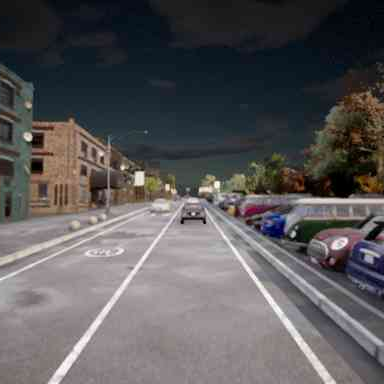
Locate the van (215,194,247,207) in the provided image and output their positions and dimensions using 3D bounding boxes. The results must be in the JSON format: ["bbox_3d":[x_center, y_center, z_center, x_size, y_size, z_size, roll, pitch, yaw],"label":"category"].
[{"bbox_3d":[5.715,1.223,48.648,4.442,1.987,1.878,0,0,0],"label":"van"}]

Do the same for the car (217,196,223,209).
[{"bbox_3d":[5.585,1.461,37.435,4.792,1.488,2.163,0,0,0],"label":"car"}]

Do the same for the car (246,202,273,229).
[{"bbox_3d":[5.613,1.480,17.814,4.792,1.488,2.163,0,0,0],"label":"car"}]

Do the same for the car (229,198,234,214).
[{"bbox_3d":[5.659,1.468,26.224,4.792,1.488,2.163,0,0,0],"label":"car"}]

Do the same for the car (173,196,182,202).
[{"bbox_3d":[-3.256,1.583,76.235,1.994,1.385,4.181,0,-1,0],"label":"car"}]

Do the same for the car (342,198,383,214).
[{"bbox_3d":[18.692,1.433,34.838,5.008,1.535,2.097,0,0,0],"label":"car"}]

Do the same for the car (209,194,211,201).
[{"bbox_3d":[5.590,1.455,51.450,4.892,1.521,2.231,0,0,0],"label":"car"}]

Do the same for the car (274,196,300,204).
[{"bbox_3d":[18.672,1.536,65.470,4.674,1.452,2.002,0,0,0],"label":"car"}]

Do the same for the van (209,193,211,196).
[{"bbox_3d":[5.477,1.233,54.255,4.442,1.987,1.878,0,0,0],"label":"van"}]

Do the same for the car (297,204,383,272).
[{"bbox_3d":[5.686,1.337,9.404,4.553,1.767,2.185,0,0,0],"label":"car"}]

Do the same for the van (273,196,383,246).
[{"bbox_3d":[5.534,1.233,12.207,4.442,1.987,1.878,0,0,0],"label":"van"}]

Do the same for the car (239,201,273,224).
[{"bbox_3d":[5.609,1.476,20.618,4.792,1.488,2.163,0,0,0],"label":"car"}]

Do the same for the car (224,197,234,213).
[{"bbox_3d":[5.812,1.431,29.028,5.366,1.575,1.946,0,0,0],"label":"car"}]

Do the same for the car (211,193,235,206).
[{"bbox_3d":[5.635,1.188,43.041,5.566,2.045,2.435,0,0,0],"label":"car"}]

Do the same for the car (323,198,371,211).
[{"bbox_3d":[18.718,1.466,40.408,4.792,1.488,2.163,0,0,0],"label":"car"}]

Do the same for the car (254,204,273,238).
[{"bbox_3d":[5.641,1.455,15.011,5.008,1.535,2.097,0,0,0],"label":"car"}]

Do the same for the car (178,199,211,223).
[{"bbox_3d":[0.096,1.516,24.821,2.033,1.411,5.357,0,0,0],"label":"car"}]

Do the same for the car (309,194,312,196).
[{"bbox_3d":[18.676,1.446,45.978,5.008,1.535,2.097,0,0,0],"label":"car"}]

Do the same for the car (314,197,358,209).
[{"bbox_3d":[18.656,1.470,43.193,4.792,1.488,2.163,0,0,0],"label":"car"}]

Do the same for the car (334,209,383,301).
[{"bbox_3d":[5.627,1.342,6.601,4.553,1.767,2.185,0,0,0],"label":"car"}]

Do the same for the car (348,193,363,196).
[{"bbox_3d":[18.666,1.182,37.625,5.566,2.045,2.435,0,0,0],"label":"car"}]

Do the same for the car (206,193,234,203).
[{"bbox_3d":[5.620,1.260,68.270,5.566,2.045,2.435,0,0,0],"label":"car"}]

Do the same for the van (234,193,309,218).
[{"bbox_3d":[5.518,1.217,23.420,4.442,1.987,1.878,0,0,0],"label":"van"}]

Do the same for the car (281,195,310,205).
[{"bbox_3d":[18.639,1.347,59.902,4.553,1.767,2.185,0,0,0],"label":"car"}]

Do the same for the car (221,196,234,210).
[{"bbox_3d":[5.617,1.431,31.827,5.008,1.535,2.097,0,0,0],"label":"car"}]

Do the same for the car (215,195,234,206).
[{"bbox_3d":[5.606,1.436,40.233,4.892,1.521,2.231,0,0,0],"label":"car"}]

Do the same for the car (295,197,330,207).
[{"bbox_3d":[18.673,1.495,51.550,4.674,1.452,2.002,0,0,0],"label":"car"}]

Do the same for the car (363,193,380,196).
[{"bbox_3d":[18.677,1.184,29.270,5.566,2.045,2.435,0,0,0],"label":"car"}]

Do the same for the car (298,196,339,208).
[{"bbox_3d":[18.493,1.447,48.764,5.366,1.575,1.946,0,0,0],"label":"car"}]

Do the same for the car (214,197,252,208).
[{"bbox_3d":[5.597,1.444,45.844,5.008,1.535,2.097,0,0,0],"label":"car"}]

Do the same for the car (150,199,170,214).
[{"bbox_3d":[-3.348,1.489,35.686,1.812,1.442,4.674,0,0,0],"label":"car"}]

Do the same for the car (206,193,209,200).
[{"bbox_3d":[5.618,1.221,59.860,5.566,2.045,2.435,0,0,0],"label":"car"}]
